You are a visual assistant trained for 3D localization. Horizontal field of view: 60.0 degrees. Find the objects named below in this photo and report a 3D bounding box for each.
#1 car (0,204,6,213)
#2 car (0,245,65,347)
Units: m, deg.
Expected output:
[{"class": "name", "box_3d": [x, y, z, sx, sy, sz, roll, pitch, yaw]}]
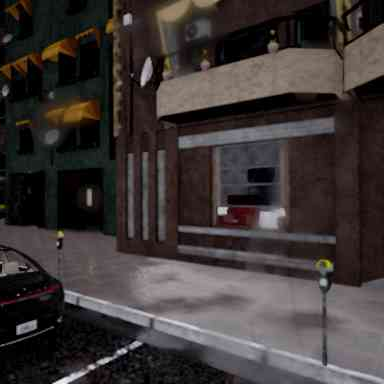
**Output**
[{"class": "car", "box_3d": [-19.410, 1.496, 36.619, 1.752, 1.417, 4.829, 1, 1, 35]}, {"class": "car", "box_3d": [-3.984, 1.593, 5.729, 4.403, 1.369, 2.008, 0, 0, 36]}]
